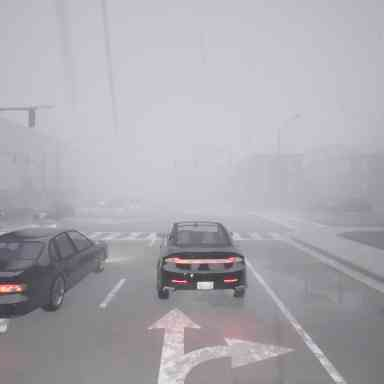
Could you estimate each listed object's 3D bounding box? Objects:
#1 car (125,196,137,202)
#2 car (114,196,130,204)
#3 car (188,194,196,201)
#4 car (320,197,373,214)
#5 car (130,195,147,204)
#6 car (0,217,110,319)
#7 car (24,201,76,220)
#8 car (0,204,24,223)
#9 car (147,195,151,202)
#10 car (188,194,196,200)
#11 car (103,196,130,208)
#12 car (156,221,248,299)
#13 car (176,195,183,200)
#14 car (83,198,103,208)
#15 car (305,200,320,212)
[{"bbox_3d":[-13.988,1.552,76.709,1.994,1.385,4.181,0,0,0],"label":"car"},{"bbox_3d":[-14.000,1.548,66.716,2.033,1.411,5.357,0,0,0],"label":"car"},{"bbox_3d":[0.013,1.500,82.502,1.837,1.490,4.892,0,0,0],"label":"car"},{"bbox_3d":[16.546,1.352,35.245,4.553,1.767,2.097,0,0,0],"label":"car"},{"bbox_3d":[-10.540,1.491,63.499,2.128,1.511,4.902,0,0,1],"label":"car"},{"bbox_3d":[-3.430,1.547,7.684,2.033,1.411,5.357,0,0,0],"label":"car"},{"bbox_3d":[-10.596,1.491,25.930,2.128,1.511,4.902,0,0,0],"label":"car"},{"bbox_3d":[-14.096,1.601,25.760,1.895,1.301,4.718,0,0,0],"label":"car"},{"bbox_3d":[-10.489,1.478,74.962,1.882,1.535,5.008,0,0,0],"label":"car"},{"bbox_3d":[0.014,1.355,92.893,2.097,1.767,4.553,0,0,0],"label":"car"},{"bbox_3d":[-10.589,1.352,47.001,2.097,1.767,4.553,0,0,0],"label":"car"},{"bbox_3d":[0.116,1.492,8.488,2.128,1.511,4.902,0,0,-3],"label":"car"},{"bbox_3d":[-3.486,1.524,92.909,1.812,1.442,4.674,0,0,0],"label":"car"},{"bbox_3d":[-14.089,1.547,48.230,2.033,1.411,5.357,0,0,0],"label":"car"},{"bbox_3d":[15.718,1.492,38.745,4.902,1.511,2.128,0,0,0],"label":"car"}]
